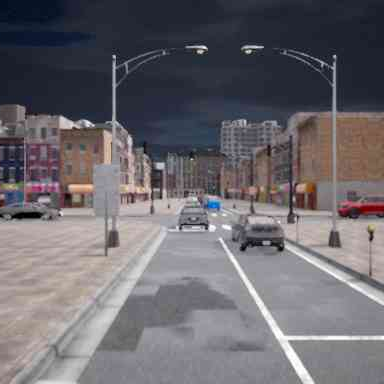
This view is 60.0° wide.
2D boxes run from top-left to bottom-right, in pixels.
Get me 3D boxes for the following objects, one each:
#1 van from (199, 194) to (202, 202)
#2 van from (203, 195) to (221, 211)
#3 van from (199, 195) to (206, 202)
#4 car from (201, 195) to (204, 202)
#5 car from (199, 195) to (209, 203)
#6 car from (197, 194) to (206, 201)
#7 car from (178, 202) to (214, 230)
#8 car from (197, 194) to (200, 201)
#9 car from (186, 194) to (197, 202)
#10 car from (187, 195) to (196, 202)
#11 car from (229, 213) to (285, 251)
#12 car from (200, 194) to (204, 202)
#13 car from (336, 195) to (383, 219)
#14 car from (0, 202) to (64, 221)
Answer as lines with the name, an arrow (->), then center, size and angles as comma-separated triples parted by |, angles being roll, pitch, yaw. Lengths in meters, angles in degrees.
van -> 2.630, 1.469, 57.380 | 1.690, 1.788, 3.998 | 0, 0, 0
van -> 2.631, 1.423, 40.954 | 1.690, 1.788, 3.998 | 0, 0, 0
van -> 2.627, 1.552, 84.757 | 1.690, 1.788, 3.998 | 0, 0, 0
car -> 2.631, 1.537, 46.429 | 1.967, 1.590, 4.097 | 0, 0, 0
car -> 2.628, 1.493, 73.806 | 2.192, 1.841, 5.009 | 0, 0, 0
car -> 2.627, 1.543, 90.232 | 2.192, 1.841, 5.009 | 0, 0, 0
car -> 0.098, 1.586, 21.310 | 2.033, 1.411, 5.357 | 0, 0, 0
car -> 2.628, 1.459, 62.854 | 2.192, 1.841, 5.009 | 0, 0, 0
car -> -0.006, 1.386, 71.022 | 2.150, 2.045, 5.566 | 0, 0, 0
car -> -0.007, 1.559, 81.412 | 2.128, 1.511, 4.902 | 0, 0, 0
car -> 2.635, 1.571, 13.951 | 2.008, 1.369, 4.403 | 0, 0, 0
car -> 2.631, 1.552, 51.904 | 1.967, 1.590, 4.097 | 0, 0, 0
car -> 15.393, 1.278, 28.997 | 5.566, 2.045, 2.150 | 0, 0, 0
car -> -12.643, 1.556, 26.182 | 4.902, 1.511, 2.128 | 0, 0, 0
